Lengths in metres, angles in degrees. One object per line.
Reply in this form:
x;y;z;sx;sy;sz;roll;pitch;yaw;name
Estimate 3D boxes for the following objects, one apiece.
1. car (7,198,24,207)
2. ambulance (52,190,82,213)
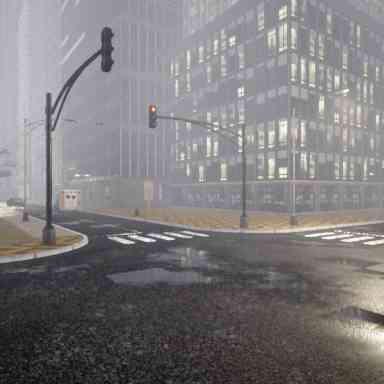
-26.818;1.549;50.549;2.033;1.411;5.357;0;0;-35;car
-14.466;1.028;37.576;2.351;2.431;6.366;0;0;-35;ambulance
